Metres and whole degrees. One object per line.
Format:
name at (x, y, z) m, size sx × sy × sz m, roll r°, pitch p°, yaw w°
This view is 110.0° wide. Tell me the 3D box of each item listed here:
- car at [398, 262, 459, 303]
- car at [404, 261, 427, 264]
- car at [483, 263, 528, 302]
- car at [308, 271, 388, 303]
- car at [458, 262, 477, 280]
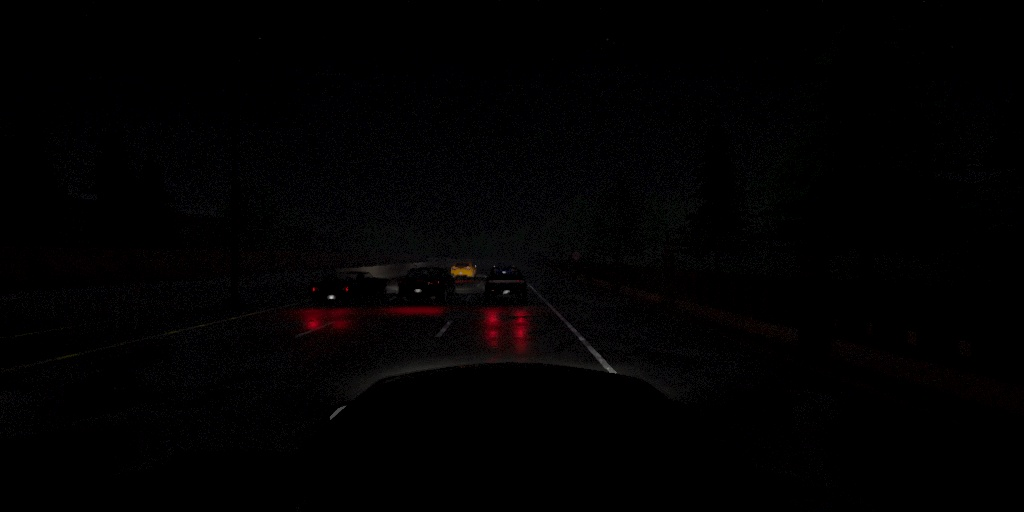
car at (-3.816, 1.232, 16.683) m, size 1.882 × 1.535 × 5.008 m, roll 0°, pitch 0°, yaw -2°
car at (-7.708, 1.364, 31.561) m, size 1.895 × 1.301 × 4.718 m, roll 0°, pitch 0°, yaw -1°
car at (-0.318, 1.242, 16.807) m, size 2.128 × 1.511 × 4.902 m, roll 0°, pitch 0°, yaw -2°
car at (-7.314, 1.363, 16.588) m, size 1.895 × 1.301 × 4.718 m, roll 0°, pitch 0°, yaw -2°
car at (-4.208, 1.232, 31.613) m, size 1.882 × 1.535 × 5.008 m, roll 0°, pitch 0°, yaw -1°
